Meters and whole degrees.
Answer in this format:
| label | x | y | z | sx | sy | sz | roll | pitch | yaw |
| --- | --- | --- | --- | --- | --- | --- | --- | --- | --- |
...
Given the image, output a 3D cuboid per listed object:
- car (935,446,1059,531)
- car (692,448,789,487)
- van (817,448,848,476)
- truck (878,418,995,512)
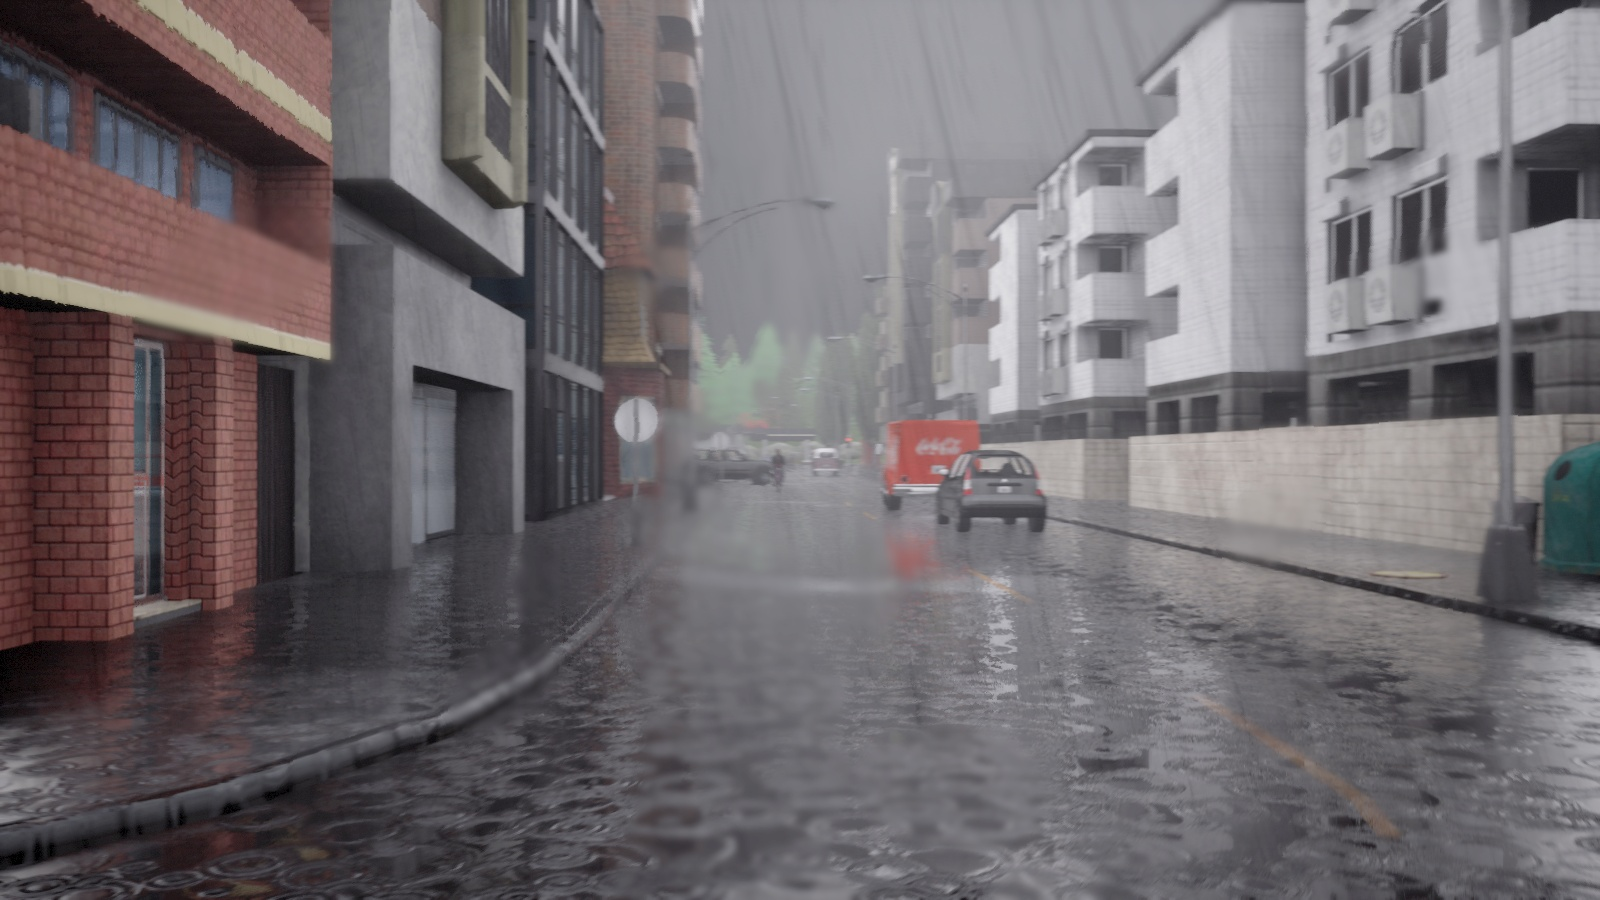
| label | x | y | z | sx | sy | sz | roll | pitch | yaw |
| --- | --- | --- | --- | --- | --- | --- | --- | --- | --- |
| car | 3.964 | 0.744 | 25.889 | 1.851 | 1.617 | 3.988 | 0 | 0 | -1 |
| car | -2.985 | 0.853 | 62.601 | 4.605 | 1.855 | 1.932 | 0 | 0 | -13 |
| van | 2.366 | 0.877 | 93.054 | 2.069 | 2.038 | 4.480 | 0 | 0 | -1 |
| truck | 3.740 | 0.403 | 35.445 | 2.627 | 2.467 | 5.204 | 0 | 0 | -1 |
